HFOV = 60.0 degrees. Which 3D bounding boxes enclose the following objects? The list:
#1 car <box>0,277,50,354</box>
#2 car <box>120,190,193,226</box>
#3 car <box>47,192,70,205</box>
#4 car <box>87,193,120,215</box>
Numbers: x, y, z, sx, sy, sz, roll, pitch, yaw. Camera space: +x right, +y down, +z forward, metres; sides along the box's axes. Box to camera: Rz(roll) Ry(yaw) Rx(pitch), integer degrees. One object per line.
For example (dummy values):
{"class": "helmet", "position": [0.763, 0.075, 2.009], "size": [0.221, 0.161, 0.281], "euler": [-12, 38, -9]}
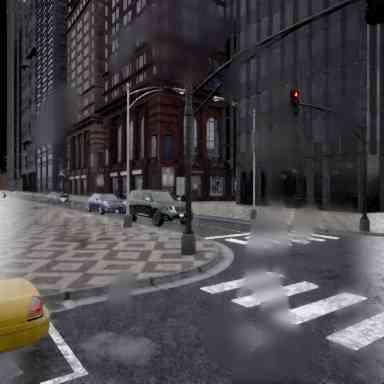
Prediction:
{"class": "car", "position": [-4.223, 1.525, 3.643], "size": [4.829, 1.417, 1.752], "euler": [0, 0, -35]}
{"class": "car", "position": [-2.192, 0.899, 20.836], "size": [2.150, 2.045, 5.566], "euler": [0, 1, -36]}
{"class": "car", "position": [-16.362, 0.731, 40.637], "size": [2.128, 1.511, 4.902], "euler": [0, 1, -35]}
{"class": "car", "position": [-7.110, 0.873, 27.700], "size": [2.097, 1.767, 4.553], "euler": [0, 1, -35]}
